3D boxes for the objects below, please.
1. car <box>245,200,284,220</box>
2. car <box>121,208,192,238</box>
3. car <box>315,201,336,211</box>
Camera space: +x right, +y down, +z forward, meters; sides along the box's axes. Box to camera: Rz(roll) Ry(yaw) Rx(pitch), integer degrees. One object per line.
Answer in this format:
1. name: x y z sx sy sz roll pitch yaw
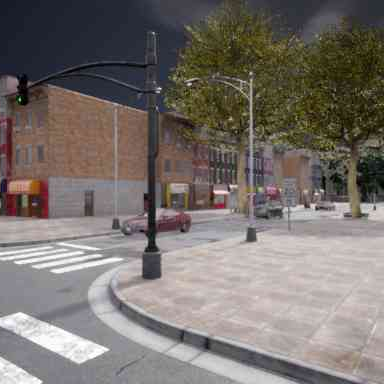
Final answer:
1. car: 6.572 1.547 29.976 2.097 1.767 4.553 0 -1 36
2. car: -1.816 1.616 18.421 1.812 1.442 4.674 0 -1 35
3. car: 18.618 1.948 46.407 1.994 1.385 4.181 0 -1 36
